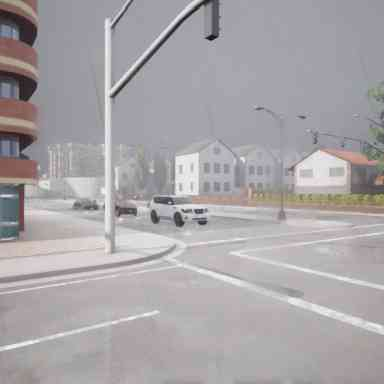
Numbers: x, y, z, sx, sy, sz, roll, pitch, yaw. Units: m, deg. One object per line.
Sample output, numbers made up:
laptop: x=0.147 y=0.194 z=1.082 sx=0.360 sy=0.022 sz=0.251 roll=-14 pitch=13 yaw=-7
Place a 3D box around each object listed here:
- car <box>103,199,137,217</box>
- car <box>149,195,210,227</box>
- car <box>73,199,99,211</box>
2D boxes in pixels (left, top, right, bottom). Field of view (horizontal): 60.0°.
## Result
car: x=-6.959 y=1.476 z=32.054 sx=1.882 sy=1.535 sz=5.008 roll=0 pitch=0 yaw=-34
car: x=-1.053 y=1.221 z=23.514 sx=2.150 sy=2.045 sz=5.566 roll=0 pitch=0 yaw=-35
car: x=-13.180 y=1.547 z=41.072 sx=2.033 sy=1.411 sz=5.357 roll=0 pitch=0 yaw=-35
